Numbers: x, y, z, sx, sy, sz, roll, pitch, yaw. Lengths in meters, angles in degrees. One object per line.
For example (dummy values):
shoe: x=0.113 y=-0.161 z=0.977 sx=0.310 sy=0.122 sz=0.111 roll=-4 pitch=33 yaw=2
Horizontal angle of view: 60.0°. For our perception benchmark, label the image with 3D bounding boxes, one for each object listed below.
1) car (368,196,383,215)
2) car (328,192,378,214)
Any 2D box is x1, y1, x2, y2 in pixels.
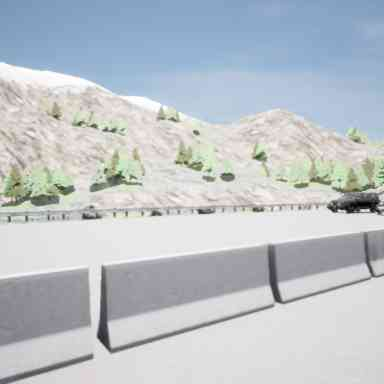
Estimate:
car: x=18.967 y=1.333 z=30.420 sx=4.902 sy=1.511 sz=2.128 roll=0 pitch=0 yaw=-24
car: x=16.162 y=1.055 z=33.023 sx=5.566 sy=2.045 sz=2.150 roll=0 pitch=0 yaw=-24
